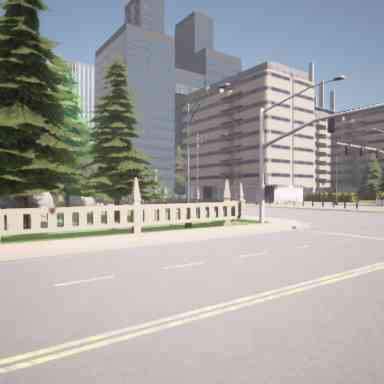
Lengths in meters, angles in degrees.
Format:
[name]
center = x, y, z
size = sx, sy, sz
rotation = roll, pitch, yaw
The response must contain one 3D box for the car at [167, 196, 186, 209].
[car]
center = -1.518, 1.284, 42.664
size = 2.097, 1.767, 4.553
rotation = 0, 0, -35
